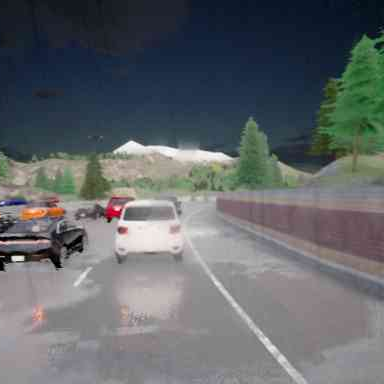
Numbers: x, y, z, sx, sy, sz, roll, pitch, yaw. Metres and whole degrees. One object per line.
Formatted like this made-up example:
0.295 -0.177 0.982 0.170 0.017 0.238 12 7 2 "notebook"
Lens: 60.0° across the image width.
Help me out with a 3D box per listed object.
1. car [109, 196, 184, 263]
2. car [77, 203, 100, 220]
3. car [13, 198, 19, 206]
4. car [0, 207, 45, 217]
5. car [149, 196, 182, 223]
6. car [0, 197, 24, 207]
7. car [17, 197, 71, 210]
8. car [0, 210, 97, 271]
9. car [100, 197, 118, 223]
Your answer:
-1.525 1.299 12.571 2.150 2.045 5.566 -1 0 -5 "car"
-9.031 1.760 30.045 1.812 1.442 4.674 -1 0 2 "car"
-27.189 2.100 56.572 2.033 1.411 5.357 -1 0 12 "car"
-8.694 1.655 14.862 2.128 1.511 4.902 -1 0 -4 "car"
-2.105 1.374 28.267 2.150 2.045 5.566 -1 0 2 "car"
-30.740 1.813 56.707 2.150 2.045 5.566 -1 0 11 "car"
-12.565 1.618 28.616 2.097 1.767 4.553 -1 0 2 "car"
-4.924 1.598 11.412 2.128 1.511 4.902 -1 0 -5 "car"
-5.612 1.412 28.057 2.150 2.045 5.566 -1 0 2 "car"
